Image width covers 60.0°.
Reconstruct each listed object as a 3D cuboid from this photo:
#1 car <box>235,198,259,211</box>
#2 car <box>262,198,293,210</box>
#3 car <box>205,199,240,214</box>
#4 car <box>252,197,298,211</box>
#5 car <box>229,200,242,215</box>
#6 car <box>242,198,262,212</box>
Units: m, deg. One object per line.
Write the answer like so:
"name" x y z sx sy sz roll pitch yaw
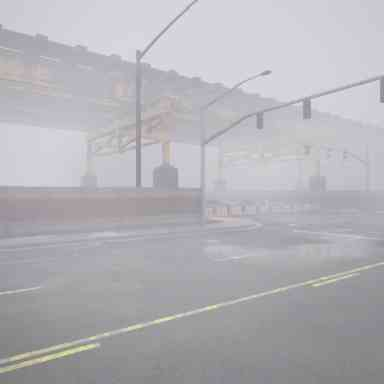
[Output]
"car" 6.083 1.295 36.427 1.853 1.218 4.536 0 0 18
"car" 9.926 1.295 40.130 4.536 1.218 1.853 0 0 -7
"car" 2.270 1.295 33.700 4.536 1.218 1.853 0 0 8
"car" 9.978 1.453 40.136 4.974 1.542 2.038 0 0 -7
"car" 2.321 1.453 33.693 4.974 1.542 2.038 0 0 8
"car" 6.067 1.453 36.377 2.038 1.542 4.974 0 0 18
